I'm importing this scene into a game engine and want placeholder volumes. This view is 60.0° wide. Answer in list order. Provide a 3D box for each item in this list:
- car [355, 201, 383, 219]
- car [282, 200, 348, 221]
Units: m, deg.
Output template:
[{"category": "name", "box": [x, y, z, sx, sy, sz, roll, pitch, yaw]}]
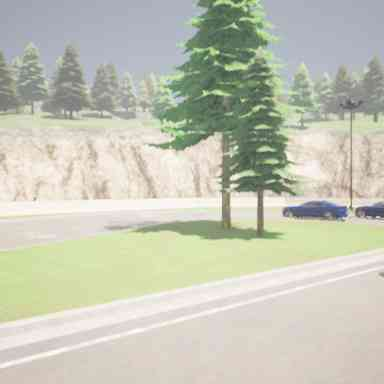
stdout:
[{"category": "car", "box": [15.318, 1.391, 25.999, 1.882, 1.535, 5.008, 1, 0, -31]}, {"category": "car", "box": [9.686, 1.404, 26.588, 5.008, 1.535, 1.882, 0, -1, 37]}]
